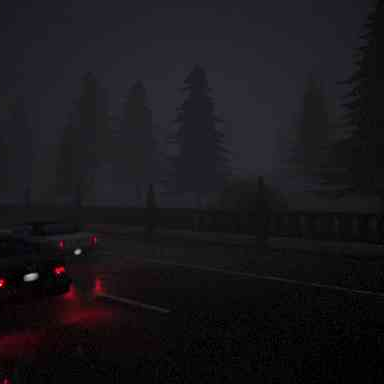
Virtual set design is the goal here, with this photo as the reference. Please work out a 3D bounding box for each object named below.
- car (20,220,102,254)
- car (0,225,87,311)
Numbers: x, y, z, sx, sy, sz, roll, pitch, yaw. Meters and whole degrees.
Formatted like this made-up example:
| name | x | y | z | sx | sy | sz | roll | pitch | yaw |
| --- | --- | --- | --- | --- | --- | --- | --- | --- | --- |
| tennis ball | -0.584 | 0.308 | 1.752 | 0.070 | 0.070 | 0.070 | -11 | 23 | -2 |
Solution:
| name | x | y | z | sx | sy | sz | roll | pitch | yaw |
| --- | --- | --- | --- | --- | --- | --- | --- | --- | --- |
| car | -5.579 | 1.705 | 12.302 | 4.718 | 1.301 | 1.895 | -1 | 0 | 36 |
| car | -4.969 | 1.620 | 7.545 | 5.357 | 1.411 | 2.033 | -1 | 0 | 36 |
